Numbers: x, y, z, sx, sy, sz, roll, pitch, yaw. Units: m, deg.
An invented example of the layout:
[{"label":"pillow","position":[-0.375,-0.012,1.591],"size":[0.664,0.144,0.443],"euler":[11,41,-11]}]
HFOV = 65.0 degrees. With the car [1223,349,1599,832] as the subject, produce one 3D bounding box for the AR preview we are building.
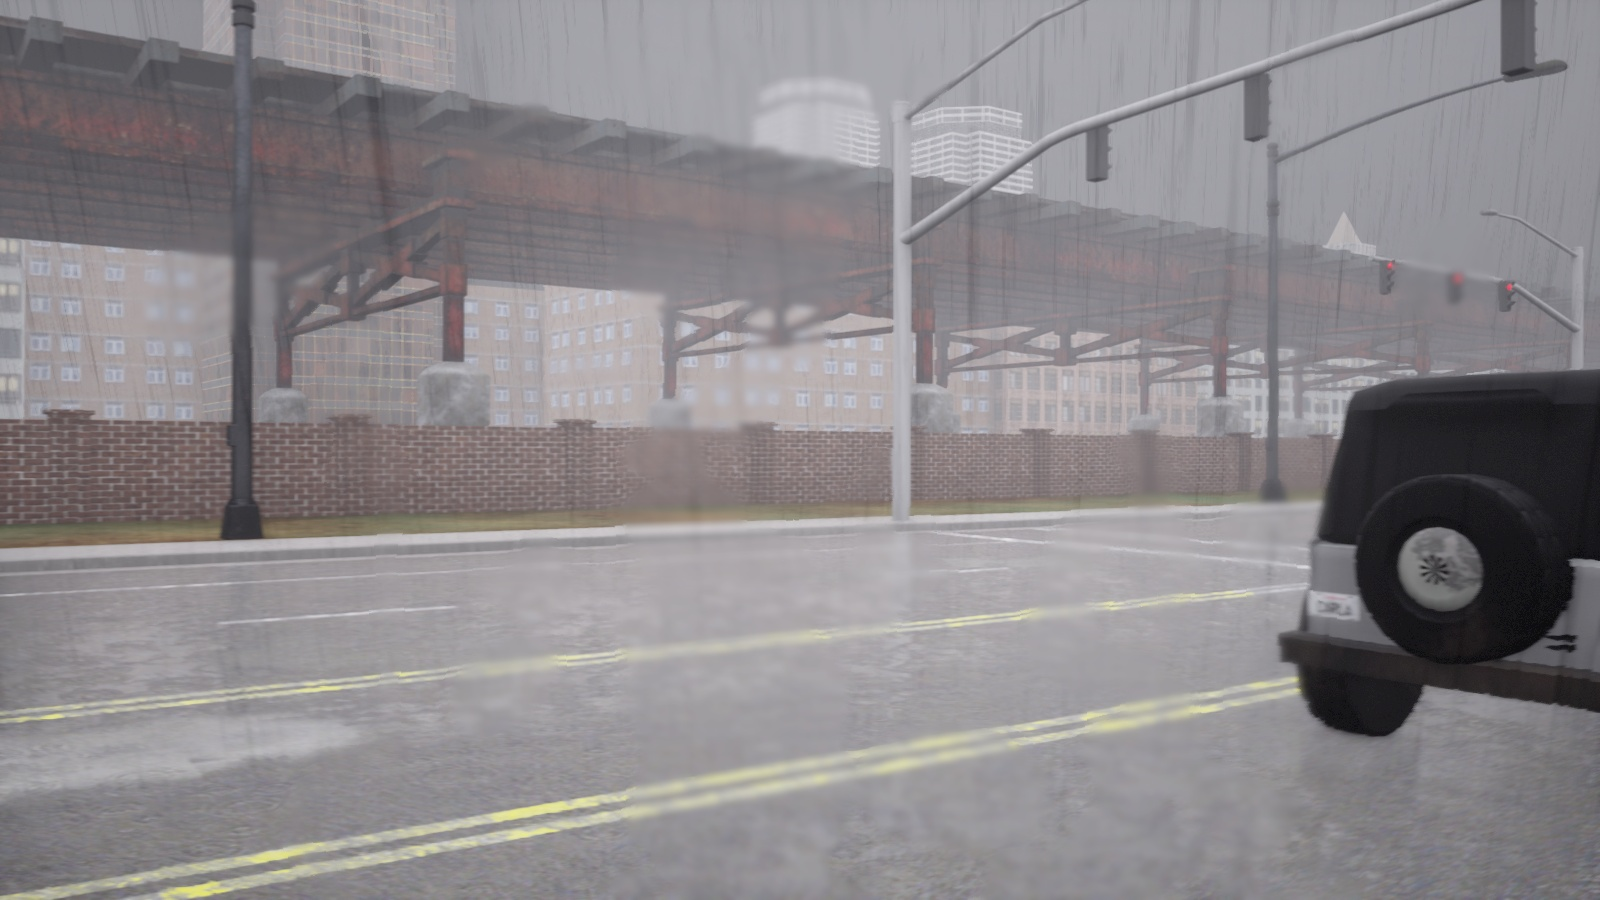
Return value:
[{"label":"car","position":[4.255,0.548,6.624],"size":[3.866,1.878,1.905],"euler":[0,0,-35]}]
